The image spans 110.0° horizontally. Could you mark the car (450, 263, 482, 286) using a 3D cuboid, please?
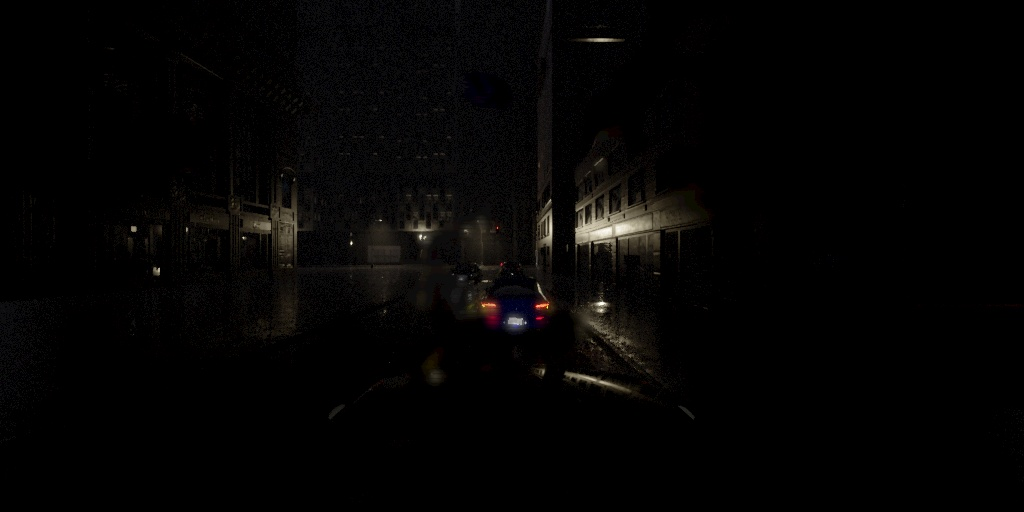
[{"bbox_3d":[-3.156,1.240,25.250,2.128,1.511,4.902,0,0,0],"label":"car"}]

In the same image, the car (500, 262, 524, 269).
[{"bbox_3d":[0.026,1.240,31.166,2.128,1.511,4.902,0,0,0],"label":"car"}]

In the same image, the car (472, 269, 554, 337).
[{"bbox_3d":[0.082,1.275,10.147,1.812,1.442,4.674,0,0,0],"label":"car"}]
